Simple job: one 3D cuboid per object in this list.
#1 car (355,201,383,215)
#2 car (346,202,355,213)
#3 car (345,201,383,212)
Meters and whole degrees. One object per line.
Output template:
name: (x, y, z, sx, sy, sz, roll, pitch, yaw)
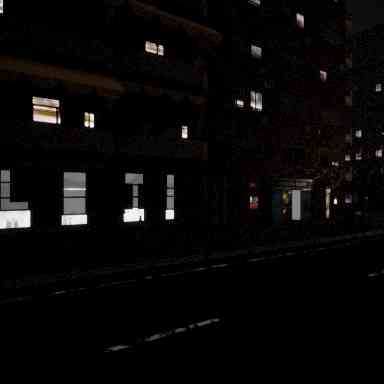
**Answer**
car: (19.702, 1.727, 37.239, 2.128, 1.511, 4.902, 0, -1, -35)
car: (15.476, 1.595, 38.332, 2.192, 1.841, 5.009, -1, 0, -36)
car: (22.465, 1.856, 43.431, 1.802, 1.307, 4.206, -1, 0, -36)
